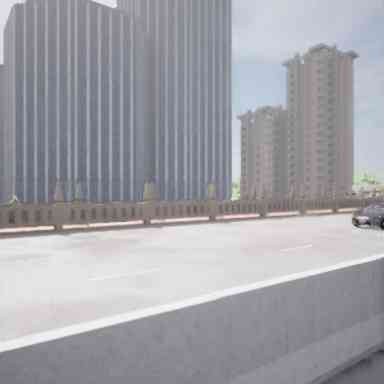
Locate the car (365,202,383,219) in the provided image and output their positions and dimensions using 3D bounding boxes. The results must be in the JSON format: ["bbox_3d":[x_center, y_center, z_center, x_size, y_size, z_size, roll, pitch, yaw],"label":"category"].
[{"bbox_3d":[17.202,1.567,28.950,4.718,1.301,1.895,0,0,-35],"label":"car"}]

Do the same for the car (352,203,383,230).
[{"bbox_3d":[12.054,1.467,21.042,4.902,1.511,2.128,0,0,-35],"label":"car"}]
